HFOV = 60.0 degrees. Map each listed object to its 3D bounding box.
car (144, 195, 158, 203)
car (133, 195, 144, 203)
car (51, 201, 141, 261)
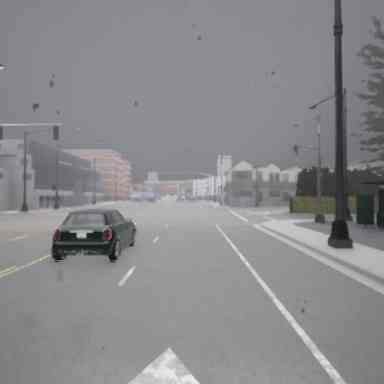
[{"bbox_3d":[-10.508,2.026,85.786,1.882,1.535,5.008,0,1,0],"label":"car"},{"bbox_3d":[-14.008,2.072,85.787,1.812,1.442,4.674,0,1,0],"label":"car"},{"bbox_3d":[-3.461,1.404,12.604,2.097,1.767,4.553,0,0,1],"label":"car"}]
